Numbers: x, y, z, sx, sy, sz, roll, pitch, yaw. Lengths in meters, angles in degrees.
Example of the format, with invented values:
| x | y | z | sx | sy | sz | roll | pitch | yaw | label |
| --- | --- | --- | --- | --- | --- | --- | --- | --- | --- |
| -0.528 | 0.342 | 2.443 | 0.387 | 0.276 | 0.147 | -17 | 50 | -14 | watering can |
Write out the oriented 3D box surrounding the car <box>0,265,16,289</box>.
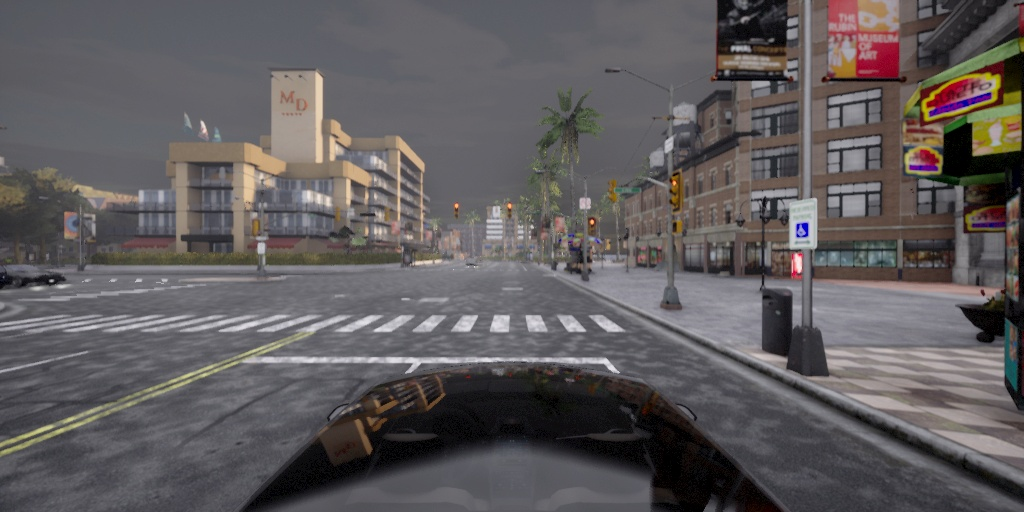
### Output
| x | y | z | sx | sy | sz | roll | pitch | yaw | label |
| --- | --- | --- | --- | --- | --- | --- | --- | --- | --- |
| -31.098 | 1.294 | 19.725 | 4.718 | 1.301 | 1.895 | 0 | 0 | 0 | car |

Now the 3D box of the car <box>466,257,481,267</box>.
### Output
| x | y | z | sx | sy | sz | roll | pitch | yaw | label |
| --- | --- | --- | --- | --- | --- | --- | --- | --- | --- |
| -6.900 | 1.124 | 62.160 | 1.837 | 1.490 | 4.892 | 0 | 2 | 0 | car |

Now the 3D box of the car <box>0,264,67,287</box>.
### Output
| x | y | z | sx | sy | sz | roll | pitch | yaw | label |
| --- | --- | --- | --- | --- | --- | --- | --- | --- | --- |
| -32.483 | 1.229 | 23.217 | 5.357 | 1.411 | 2.033 | 0 | 0 | 0 | car |
